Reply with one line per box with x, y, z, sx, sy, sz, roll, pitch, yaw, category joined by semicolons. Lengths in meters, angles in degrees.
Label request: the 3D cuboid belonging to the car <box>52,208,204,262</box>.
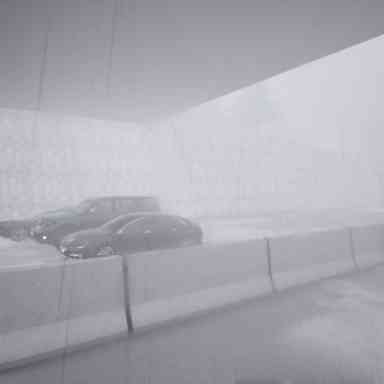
-1.845;1.473;11.274;4.892;1.490;1.837;0;0;-35;car

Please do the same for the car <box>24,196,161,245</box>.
-3.789;1.189;14.186;5.566;2.045;2.150;0;0;-35;car

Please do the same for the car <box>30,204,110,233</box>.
-7.375;1.528;20.226;4.181;1.385;1.994;0;0;-35;car

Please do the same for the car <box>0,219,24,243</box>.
-6.902;1.577;16.265;4.718;1.301;1.895;0;0;-35;car
